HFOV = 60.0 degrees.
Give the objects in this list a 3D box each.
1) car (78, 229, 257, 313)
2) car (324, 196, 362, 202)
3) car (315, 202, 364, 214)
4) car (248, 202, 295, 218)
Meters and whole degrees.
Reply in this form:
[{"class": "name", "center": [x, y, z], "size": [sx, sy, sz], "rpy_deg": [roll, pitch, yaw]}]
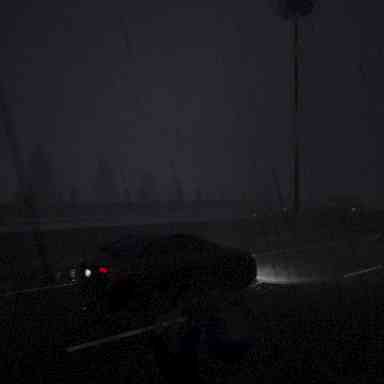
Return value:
[{"class": "car", "center": [-0.447, 1.589, 7.802], "size": [4.181, 1.385, 1.994], "rpy_deg": [0, 0, -35]}, {"class": "car", "center": [14.084, 1.362, 31.478], "size": [5.566, 2.045, 2.150], "rpy_deg": [0, 0, -36]}, {"class": "car", "center": [11.001, 1.675, 24.925], "size": [4.181, 1.385, 1.994], "rpy_deg": [0, 0, -36]}, {"class": "car", "center": [7.728, 1.671, 31.200], "size": [5.357, 1.411, 2.033], "rpy_deg": [0, 0, -36]}]
